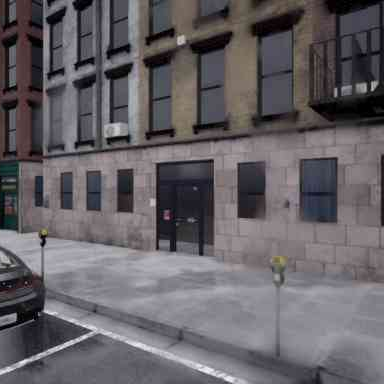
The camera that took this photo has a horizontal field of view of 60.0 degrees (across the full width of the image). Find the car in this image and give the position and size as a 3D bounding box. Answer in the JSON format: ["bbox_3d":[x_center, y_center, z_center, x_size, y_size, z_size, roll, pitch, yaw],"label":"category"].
[{"bbox_3d":[-4.360,1.550,5.909,4.403,1.369,2.008,0,0,35],"label":"car"}]
